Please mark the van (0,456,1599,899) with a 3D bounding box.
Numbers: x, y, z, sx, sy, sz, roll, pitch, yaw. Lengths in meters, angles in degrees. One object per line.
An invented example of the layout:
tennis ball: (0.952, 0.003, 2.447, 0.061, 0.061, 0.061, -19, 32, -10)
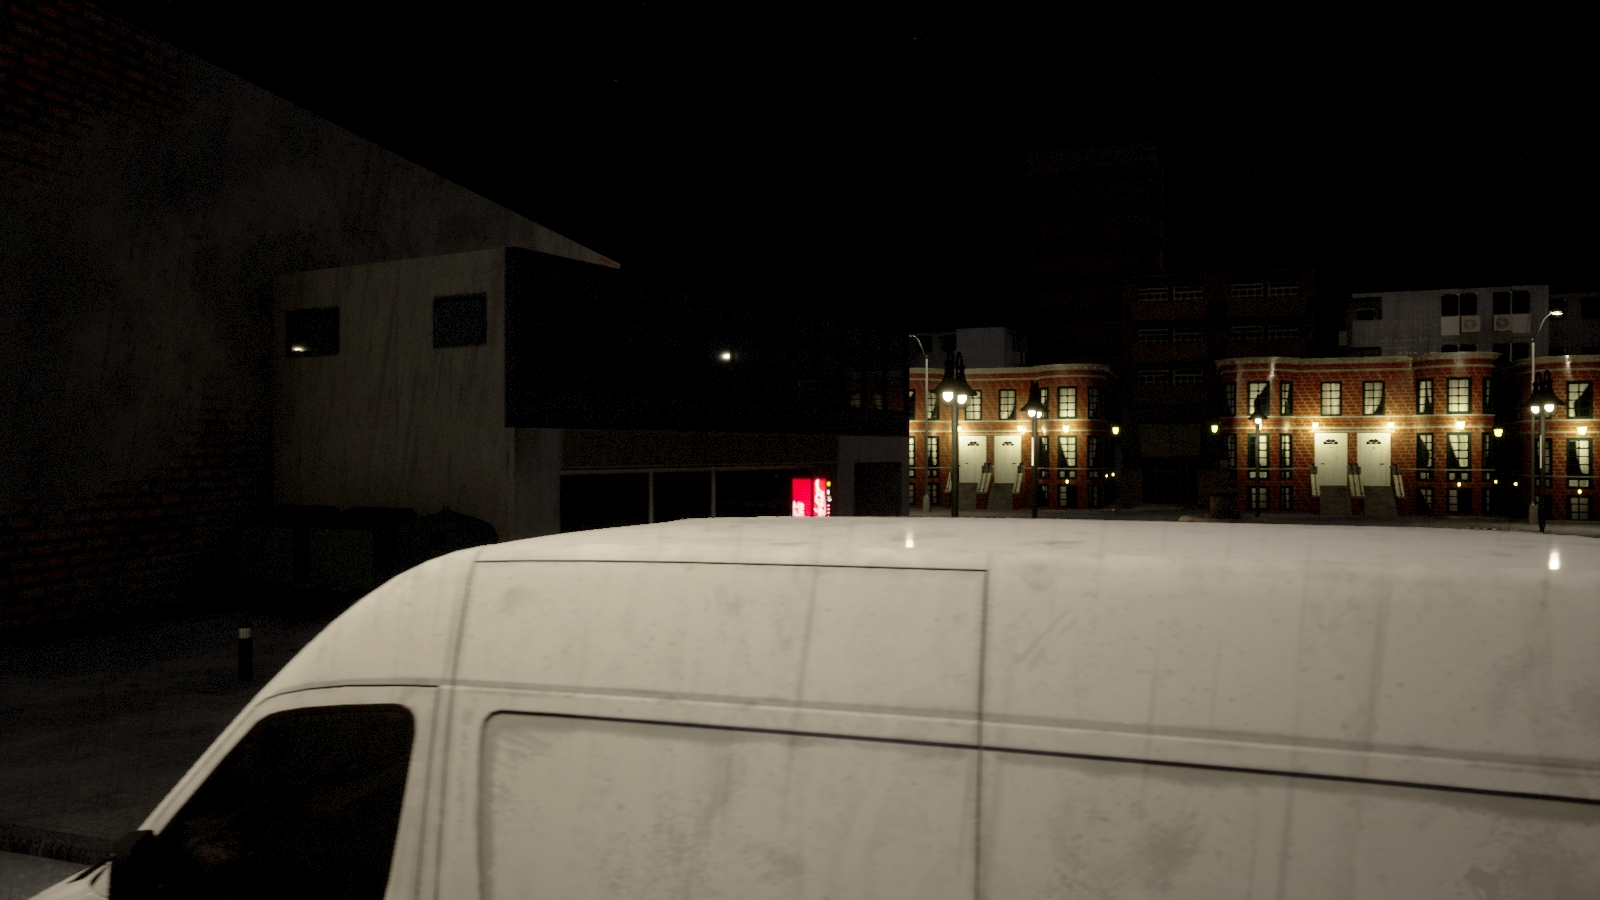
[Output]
van: (-0.197, 1.314, 3.906, 5.915, 2.561, 1.988, 0, 0, 20)
